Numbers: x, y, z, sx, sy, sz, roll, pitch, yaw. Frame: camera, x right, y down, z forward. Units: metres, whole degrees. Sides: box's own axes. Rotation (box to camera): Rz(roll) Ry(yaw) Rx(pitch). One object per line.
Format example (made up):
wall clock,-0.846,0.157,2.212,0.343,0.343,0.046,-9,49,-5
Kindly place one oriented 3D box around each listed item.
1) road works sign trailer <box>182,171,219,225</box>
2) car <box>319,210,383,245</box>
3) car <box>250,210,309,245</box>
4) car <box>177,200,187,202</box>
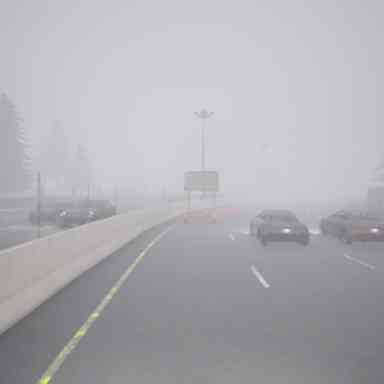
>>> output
road works sign trailer,0.685,0.341,22.979,2.380,3.560,2.880,0,0,10
car,7.331,1.483,15.151,1.994,1.385,4.181,0,0,3
car,3.830,1.483,15.083,1.994,1.385,4.181,0,0,3
car,-2.663,1.285,59.019,1.895,1.301,4.718,0,0,26
